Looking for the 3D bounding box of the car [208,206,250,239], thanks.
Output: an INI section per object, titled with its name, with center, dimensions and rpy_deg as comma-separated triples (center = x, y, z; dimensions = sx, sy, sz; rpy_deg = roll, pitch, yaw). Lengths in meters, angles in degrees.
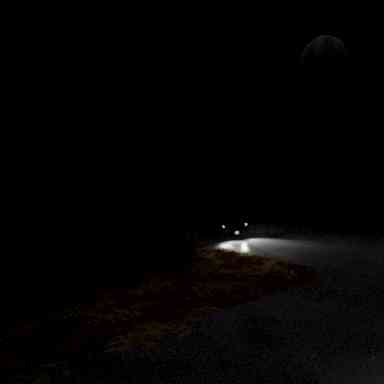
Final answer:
[car]
center = 0.409, 1.406, 16.766
dimensions = 2.033, 1.411, 5.357
rpy_deg = 0, 0, -37
